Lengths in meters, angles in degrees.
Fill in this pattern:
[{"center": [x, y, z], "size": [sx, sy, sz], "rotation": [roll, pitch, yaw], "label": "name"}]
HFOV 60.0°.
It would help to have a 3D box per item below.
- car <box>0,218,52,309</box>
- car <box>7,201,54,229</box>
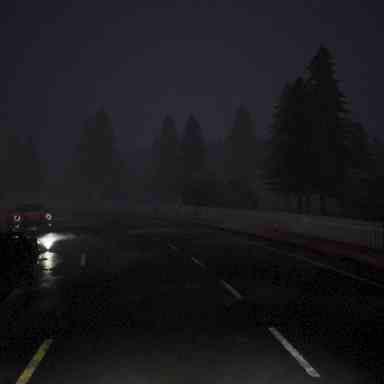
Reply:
[{"center": [-4.676, 1.571, 7.191], "size": [2.033, 1.411, 5.357], "rotation": [0, 0, -13], "label": "car"}, {"center": [-9.671, 1.394, 19.760], "size": [2.097, 1.767, 4.553], "rotation": [0, 0, -32], "label": "car"}]
